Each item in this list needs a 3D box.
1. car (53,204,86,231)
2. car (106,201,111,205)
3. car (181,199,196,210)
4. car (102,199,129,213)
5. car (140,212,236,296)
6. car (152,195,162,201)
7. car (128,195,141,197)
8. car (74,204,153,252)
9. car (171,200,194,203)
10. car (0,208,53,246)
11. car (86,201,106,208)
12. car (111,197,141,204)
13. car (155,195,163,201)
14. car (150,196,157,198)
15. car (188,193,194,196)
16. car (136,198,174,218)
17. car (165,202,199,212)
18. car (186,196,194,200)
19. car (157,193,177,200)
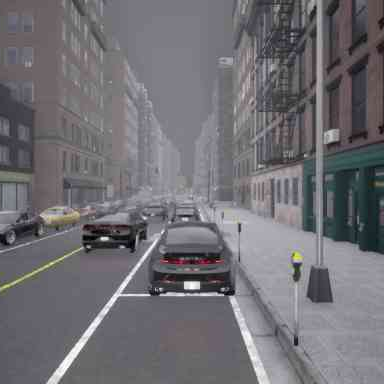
[{"bbox_3d":[-8.408,1.525,20.611,1.752,1.417,4.829,0,0,0],"label":"car"},{"bbox_3d":[-8.408,1.548,31.607,2.008,1.369,4.403,0,0,0],"label":"car"},{"bbox_3d":[-0.383,1.573,42.423,1.802,1.307,4.206,0,0,0],"label":"car"},{"bbox_3d":[-8.408,1.545,37.020,2.008,1.369,4.403,0,0,0],"label":"car"},{"bbox_3d":[0.000,1.504,8.650,1.837,1.490,4.892,0,0,0],"label":"car"},{"bbox_3d":[-8.408,1.510,79.763,1.887,1.381,4.507,0,0,0],"label":"car"},{"bbox_3d":[-8.408,1.302,47.845,2.192,1.841,5.009,0,0,0],"label":"car"},{"bbox_3d":[-3.016,1.478,13.950,1.882,1.535,5.008,0,0,0],"label":"car"},{"bbox_3d":[-0.383,1.565,26.185,1.947,1.339,4.313,0,0,0],"label":"car"},{"bbox_3d":[-8.408,1.566,15.368,1.947,1.339,4.313,0,0,0],"label":"car"},{"bbox_3d":[-8.408,1.581,26.194,1.802,1.307,4.206,0,0,0],"label":"car"},{"bbox_3d":[-5.863,1.488,31.916,2.128,1.511,4.902,0,0,0],"label":"car"},{"bbox_3d":[-8.408,1.486,85.047,1.752,1.417,4.829,0,0,0],"label":"car"},{"bbox_3d":[-8.408,1.521,74.308,2.008,1.369,4.403,0,0,0],"label":"car"},{"bbox_3d":[-0.382,1.396,90.663,1.967,1.590,4.097,0,0,0],"label":"car"},{"bbox_3d":[-2.935,1.491,27.426,2.128,1.511,4.902,0,0,0],"label":"car"},{"bbox_3d":[-0.383,1.566,20.772,1.947,1.339,4.313,0,0,0],"label":"car"},{"bbox_3d":[-0.383,1.519,37.181,1.752,1.417,4.829,0,0,0],"label":"car"},{"bbox_3d":[-2.932,1.342,42.675,2.097,1.767,4.553,0,0,0],"label":"car"}]
